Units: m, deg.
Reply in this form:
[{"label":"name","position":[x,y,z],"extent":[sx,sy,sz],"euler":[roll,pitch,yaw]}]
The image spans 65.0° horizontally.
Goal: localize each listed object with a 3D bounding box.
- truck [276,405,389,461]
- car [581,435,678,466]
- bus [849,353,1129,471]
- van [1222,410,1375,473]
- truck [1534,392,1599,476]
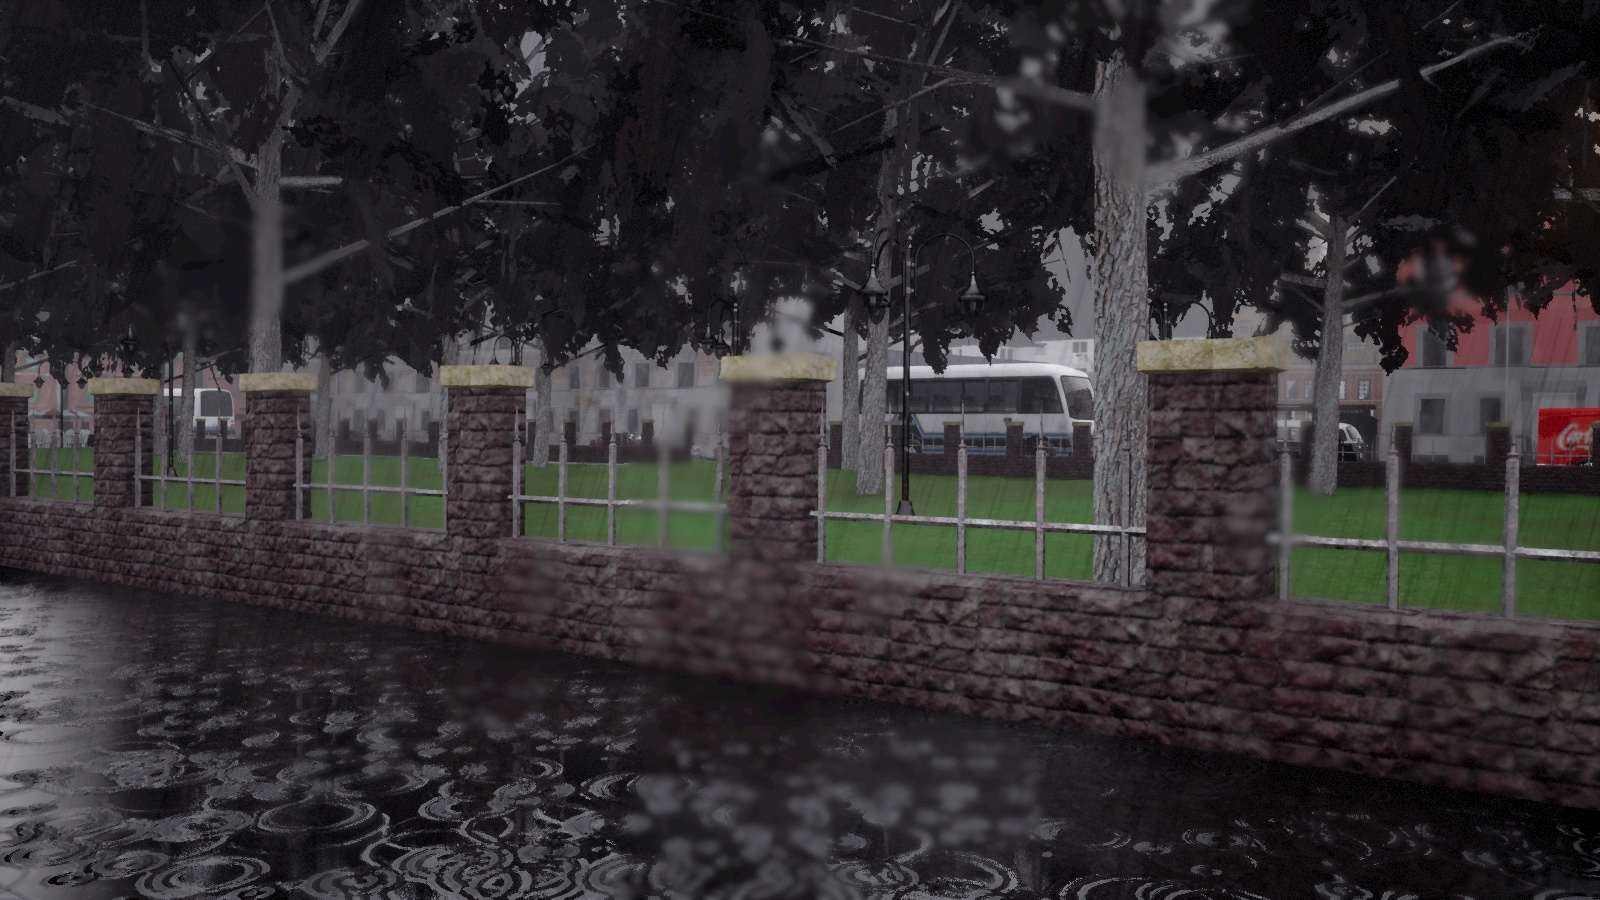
[{"label":"truck","position":[-30.346,-1.087,81.381],"extent":[7.936,3.462,2.891],"euler":[0,1,35]},{"label":"car","position":[-8.264,0.002,60.824],"extent":[4.674,1.442,1.812],"euler":[0,1,36]},{"label":"bus","position":[7.328,-1.390,49.699],"extent":[10.273,4.253,3.944],"euler":[0,1,35]},{"label":"van","position":[16.983,-0.284,42.855],"extent":[4.480,2.038,2.069],"euler":[0,1,35]},{"label":"truck","position":[24.907,-0.489,37.226],"extent":[5.204,2.467,2.627],"euler":[0,1,36]}]
